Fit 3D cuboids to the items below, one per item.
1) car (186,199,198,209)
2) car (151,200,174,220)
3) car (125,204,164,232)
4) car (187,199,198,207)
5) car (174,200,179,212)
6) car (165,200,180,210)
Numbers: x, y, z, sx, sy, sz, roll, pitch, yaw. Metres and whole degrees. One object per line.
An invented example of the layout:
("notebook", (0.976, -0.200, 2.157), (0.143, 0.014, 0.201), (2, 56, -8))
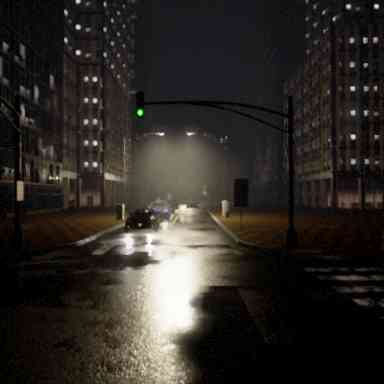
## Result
("car", (0.044, 1.986, 51.940), (1.895, 1.301, 4.718), (0, 0, 0))
("car", (-3.058, 1.600, 30.736), (2.097, 1.767, 4.553), (0, 0, 0))
("car", (-3.092, 1.746, 21.578), (1.994, 1.385, 4.181), (0, 0, -1))
("car", (0.052, 2.003, 61.914), (2.033, 1.411, 5.357), (0, 0, 0))
("car", (-2.981, 1.869, 40.996), (2.033, 1.411, 5.357), (0, 0, 0))
("car", (-2.958, 1.942, 51.306), (2.033, 1.411, 5.357), (0, 0, 0))
